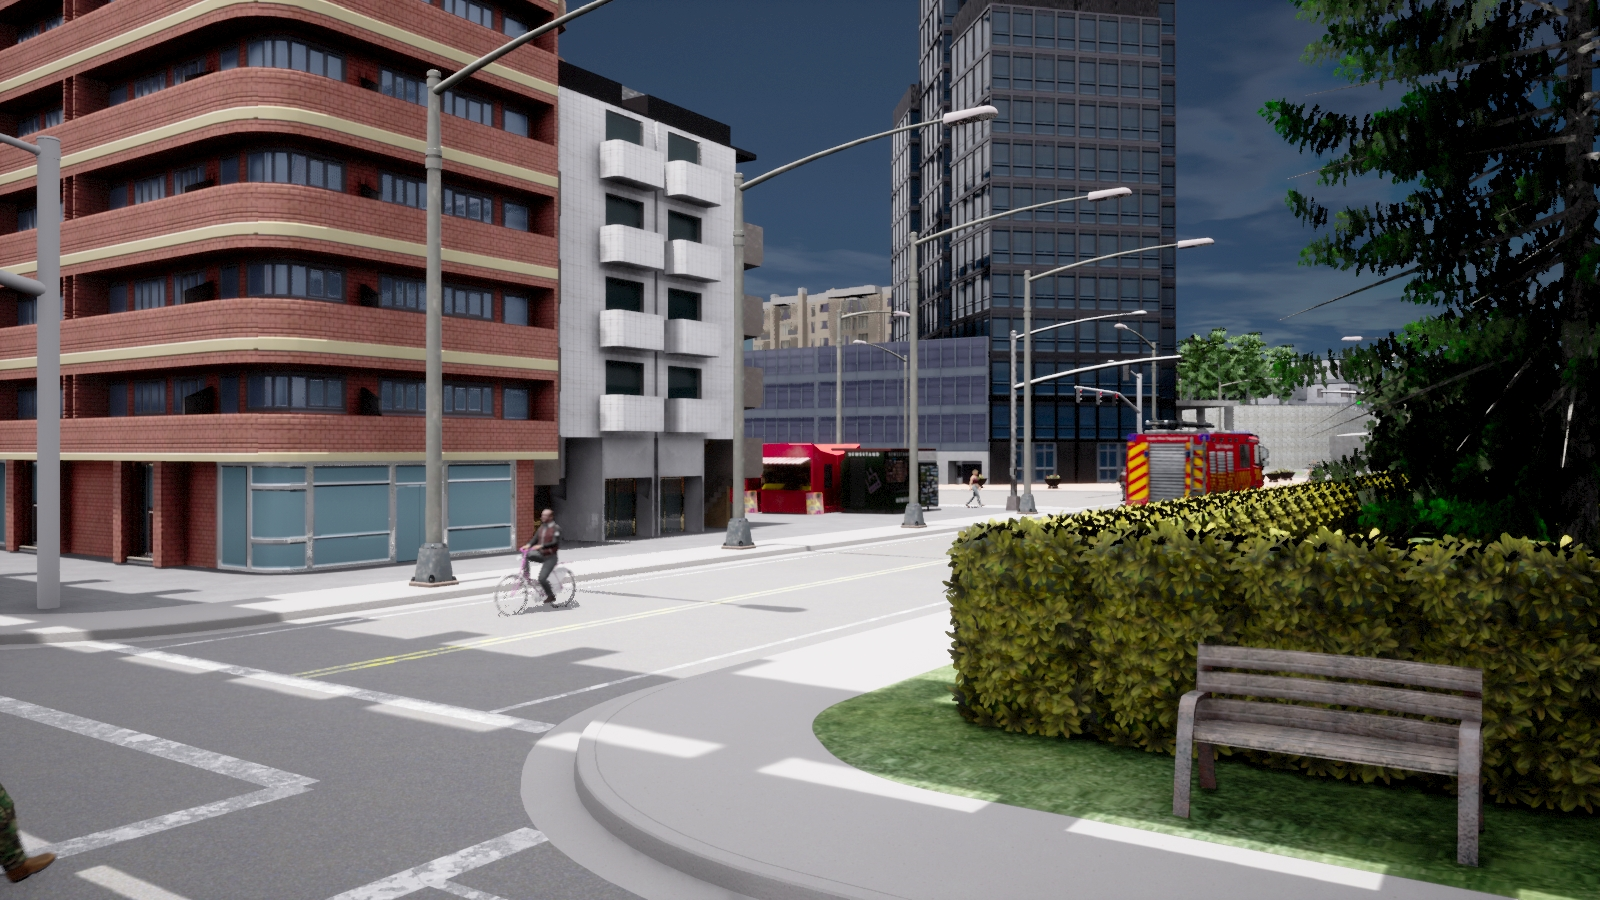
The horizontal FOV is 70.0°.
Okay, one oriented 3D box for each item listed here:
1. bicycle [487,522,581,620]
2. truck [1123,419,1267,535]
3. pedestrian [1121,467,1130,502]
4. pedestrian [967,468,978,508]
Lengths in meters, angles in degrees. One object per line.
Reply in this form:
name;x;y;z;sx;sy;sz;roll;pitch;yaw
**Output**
bicycle;-4.547;2.048;19.662;0.329;1.496;1.835;0;0;34
truck;14.689;0.890;41.988;2.891;3.827;8.468;0;0;34
pedestrian;17.896;1.894;62.898;0.375;1.860;0.375;0;0;34
pedestrian;8.061;1.766;53.247;0.375;1.860;0.375;0;0;35
